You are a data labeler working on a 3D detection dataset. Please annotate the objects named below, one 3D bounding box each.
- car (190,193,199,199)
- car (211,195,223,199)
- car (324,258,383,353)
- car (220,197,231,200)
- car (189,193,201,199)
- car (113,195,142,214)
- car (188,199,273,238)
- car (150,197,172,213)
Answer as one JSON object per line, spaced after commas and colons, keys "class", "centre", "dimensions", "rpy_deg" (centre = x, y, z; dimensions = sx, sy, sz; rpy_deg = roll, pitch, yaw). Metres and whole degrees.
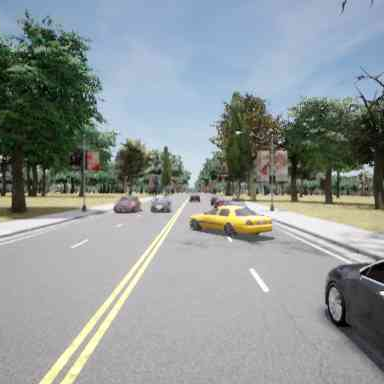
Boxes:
{"class": "car", "centre": [0.667, 0.950, 78.545], "dimensions": [2.033, 1.411, 5.357], "rpy_deg": [0, 0, 0]}
{"class": "car", "centre": [3.564, 1.261, 37.118], "dimensions": [2.163, 1.488, 4.792], "rpy_deg": [0, 1, 0]}
{"class": "car", "centre": [3.283, 1.495, 4.094], "dimensions": [1.837, 1.490, 4.892], "rpy_deg": [0, 0, 0]}
{"class": "car", "centre": [3.470, 1.390, 26.088], "dimensions": [1.812, 1.442, 4.674], "rpy_deg": [0, 1, 0]}
{"class": "car", "centre": [0.557, 1.020, 61.037], "dimensions": [1.882, 1.535, 5.008], "rpy_deg": [0, 1, 1]}
{"class": "car", "centre": [-6.318, 1.150, 33.017], "dimensions": [2.097, 1.767, 4.553], "rpy_deg": [0, 1, 1]}
{"class": "car", "centre": [1.777, 1.388, 17.472], "dimensions": [1.801, 1.575, 5.366], "rpy_deg": [0, 0, -34]}
{"class": "car", "centre": [-3.063, 1.285, 33.595], "dimensions": [2.128, 1.511, 4.902], "rpy_deg": [0, 0, 1]}
